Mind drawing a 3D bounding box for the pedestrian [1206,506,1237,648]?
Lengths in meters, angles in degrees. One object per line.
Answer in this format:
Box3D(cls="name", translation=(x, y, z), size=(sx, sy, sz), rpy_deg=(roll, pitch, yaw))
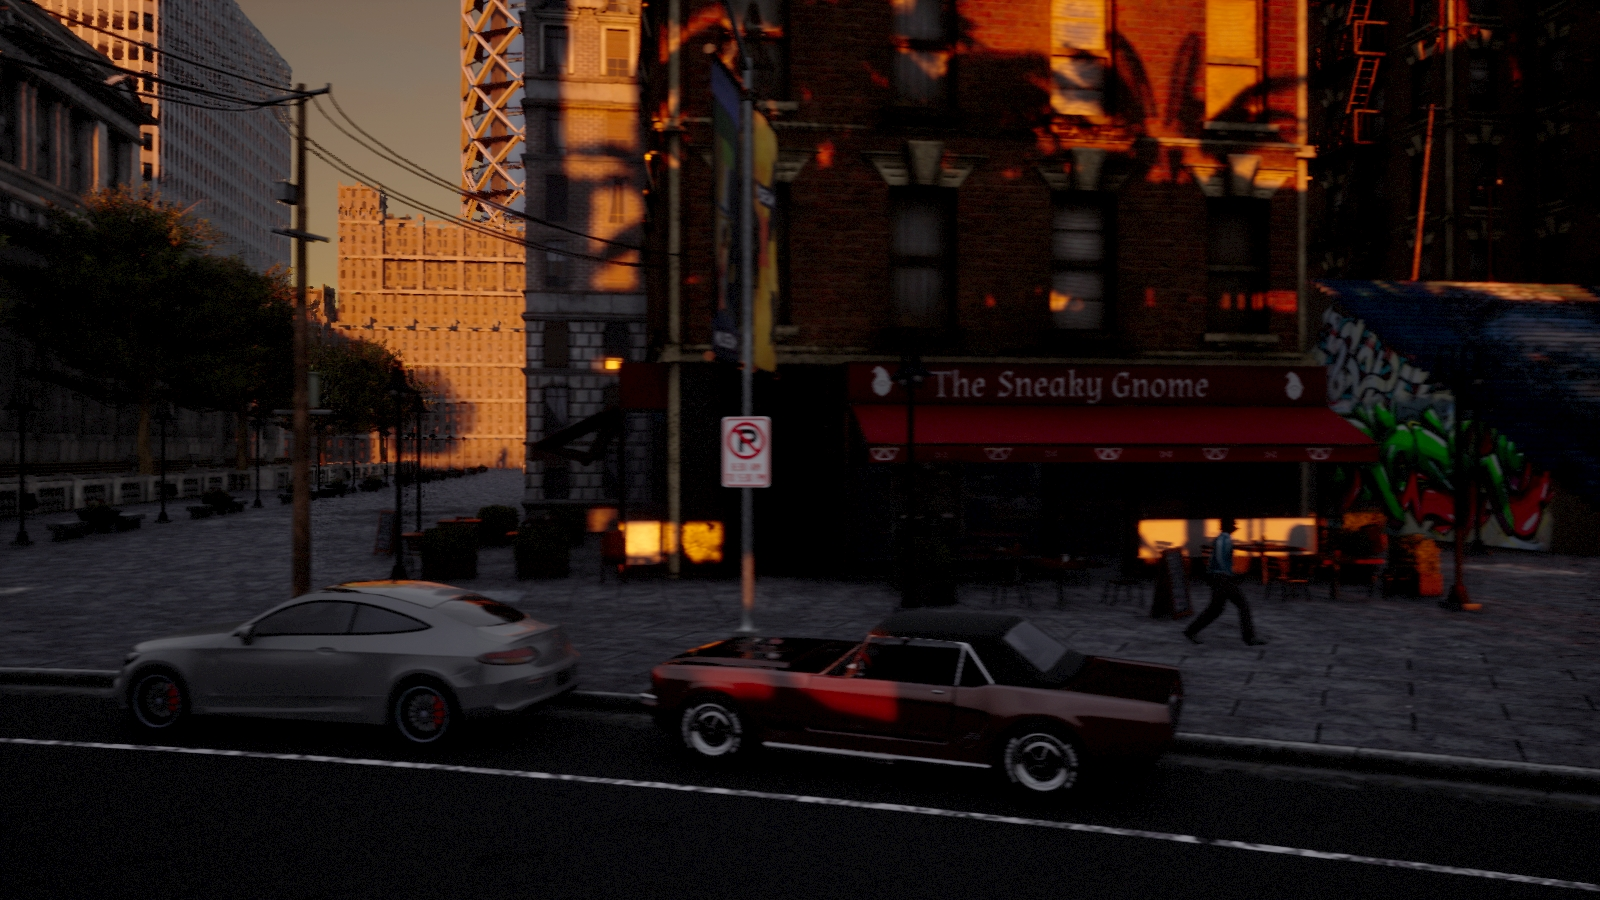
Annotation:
Box3D(cls="pedestrian", translation=(5.680, 1.694, 15.396), size=(0.375, 1.860, 0.375), rpy_deg=(0, 0, 24))
